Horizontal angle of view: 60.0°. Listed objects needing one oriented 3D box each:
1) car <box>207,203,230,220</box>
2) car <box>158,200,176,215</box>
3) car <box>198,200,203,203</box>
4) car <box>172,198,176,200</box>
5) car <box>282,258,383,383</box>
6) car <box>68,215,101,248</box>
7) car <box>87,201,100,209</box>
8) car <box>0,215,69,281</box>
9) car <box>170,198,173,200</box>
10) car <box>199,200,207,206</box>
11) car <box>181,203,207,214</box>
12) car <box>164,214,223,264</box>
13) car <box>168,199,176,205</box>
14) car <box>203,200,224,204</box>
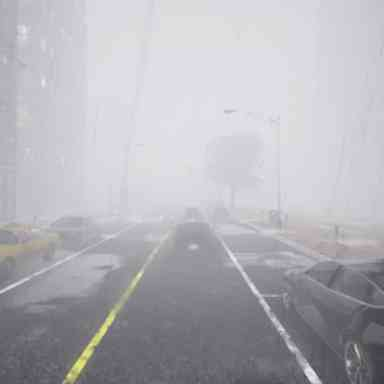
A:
[{"bbox_3d":[2.703,2.011,32.602,1.947,1.339,4.313,0,-1,0],"label":"car"},{"bbox_3d":[-3.011,2.113,41.213,2.033,1.411,5.357,0,-1,0],"label":"car"},{"bbox_3d":[2.714,2.530,70.509,1.887,1.381,4.507,0,-1,0],"label":"car"},{"bbox_3d":[-5.663,2.701,81.577,2.008,1.369,4.403,0,-1,0],"label":"car"},{"bbox_3d":[2.694,1.633,4.989,1.947,1.339,4.313,0,-1,0],"label":"car"},{"bbox_3d":[-5.684,1.783,16.038,1.947,1.339,4.313,0,-1,0],"label":"car"},{"bbox_3d":[-16.409,2.046,51.115,4.403,1.369,2.008,1,-2,-1],"label":"car"},{"bbox_3d":[-5.685,1.665,10.346,1.752,1.417,4.829,0,-1,0],"label":"car"},{"bbox_3d":[-5.666,2.537,70.512,2.008,1.369,4.403,0,-1,0],"label":"car"},{"bbox_3d":[2.717,2.678,81.744,1.752,1.417,4.829,0,-1,0],"label":"car"},{"bbox_3d":[0.061,1.905,27.924,1.812,1.442,4.674,0,-1,0],"label":"car"},{"bbox_3d":[0.054,1.734,12.532,1.994,1.385,4.181,0,-1,0],"label":"car"},{"bbox_3d":[-5.659,2.758,92.642,1.967,1.590,4.097,0,-1,0],"label":"car"},{"bbox_3d":[2.705,1.837,38.128,2.192,1.841,5.009,0,-1,0],"label":"car"}]
